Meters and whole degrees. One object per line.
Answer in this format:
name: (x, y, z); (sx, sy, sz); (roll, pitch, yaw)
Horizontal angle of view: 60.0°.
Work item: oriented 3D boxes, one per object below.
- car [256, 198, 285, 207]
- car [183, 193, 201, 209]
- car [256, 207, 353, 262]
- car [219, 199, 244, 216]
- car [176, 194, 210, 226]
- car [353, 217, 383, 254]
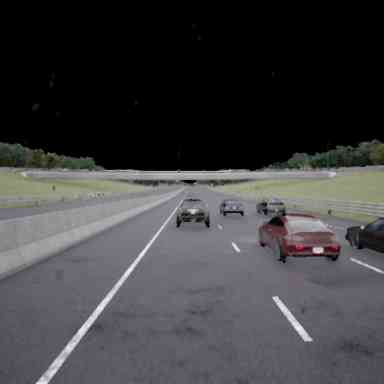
car: (7.029, 1.314, 30.018); (2.128, 1.511, 4.902); (0, 0, 0)
car: (-0.012, 1.087, 41.379); (2.097, 1.767, 4.553); (0, 0, 0)
car: (3.600, 1.476, 11.788); (1.812, 1.442, 4.674); (0, 0, 0)
car: (3.529, 1.368, 30.247); (2.033, 1.411, 5.357); (0, 0, 0)
car: (0.057, 1.234, 22.310); (2.097, 1.767, 4.553); (0, 0, 0)
car: (7.091, 1.501, 10.998); (2.033, 1.411, 5.357); (0, 0, 0)
